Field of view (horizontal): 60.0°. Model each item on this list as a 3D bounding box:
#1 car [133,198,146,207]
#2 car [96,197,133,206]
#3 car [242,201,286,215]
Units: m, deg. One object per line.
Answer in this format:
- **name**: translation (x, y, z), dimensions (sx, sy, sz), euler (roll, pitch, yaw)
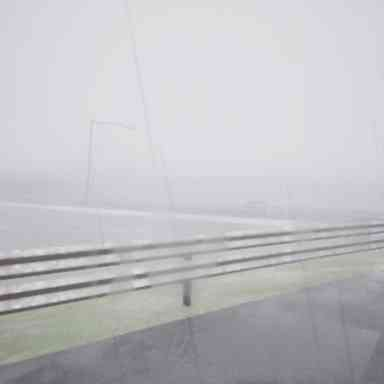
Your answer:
- **car**: translation (-9.163, 1.544, 49.844), dimensions (5.008, 1.535, 1.882), euler (1, -2, 29)
- **car**: translation (-11.232, 1.471, 46.978), dimensions (4.718, 1.301, 1.895), euler (2, -2, 29)
- **car**: translation (7.598, 1.754, 34.989), dimensions (4.553, 1.767, 2.097), euler (2, -2, 17)
